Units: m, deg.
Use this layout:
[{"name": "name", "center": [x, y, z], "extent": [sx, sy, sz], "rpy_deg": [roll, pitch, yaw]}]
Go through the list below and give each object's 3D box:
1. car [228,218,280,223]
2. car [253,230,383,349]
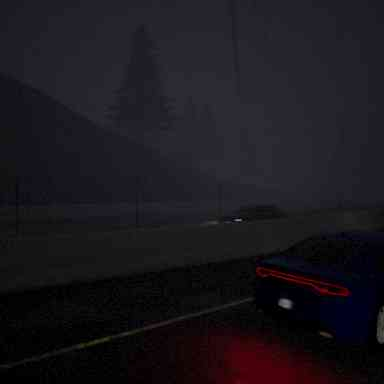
[{"name": "car", "center": [3.848, 1.515, 20.445], "extent": [4.892, 1.490, 1.837], "rpy_deg": [1, 0, -40]}, {"name": "car", "center": [3.331, 1.478, 6.382], "extent": [5.008, 1.535, 1.882], "rpy_deg": [0, 0, -37]}]
